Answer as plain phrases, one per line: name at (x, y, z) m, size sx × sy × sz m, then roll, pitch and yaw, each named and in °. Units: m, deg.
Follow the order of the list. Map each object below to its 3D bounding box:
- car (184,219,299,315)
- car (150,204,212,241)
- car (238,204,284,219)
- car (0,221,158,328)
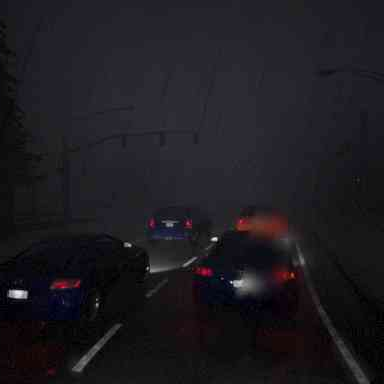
car at (1.325, 1.564, 7.708) m, size 1.994 × 1.385 × 4.181 m, roll 0°, pitch 0°, yaw 13°
car at (-0.393, 1.352, 15.563) m, size 2.097 × 1.767 × 4.553 m, roll 0°, pitch 0°, yaw 14°
car at (3.352, 1.352, 16.106) m, size 2.097 × 1.767 × 4.553 m, roll 0°, pitch 0°, yaw 14°
car at (-2.351, 1.564, 7.165) m, size 1.994 × 1.385 × 4.181 m, roll 0°, pitch 0°, yaw 10°
